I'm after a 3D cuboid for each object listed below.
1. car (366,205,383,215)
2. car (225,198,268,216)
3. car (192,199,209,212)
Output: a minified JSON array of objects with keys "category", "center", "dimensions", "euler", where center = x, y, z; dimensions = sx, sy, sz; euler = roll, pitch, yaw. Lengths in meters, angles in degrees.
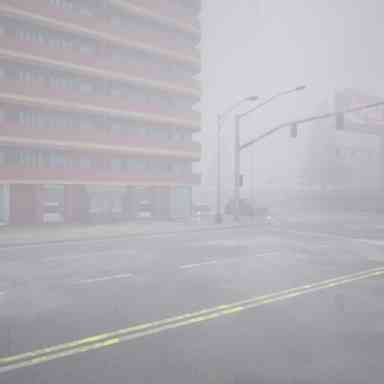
[{"category":"car","center":[18.959,1.598,31.161],"dimensions":[1.895,1.301,4.718],"euler":[0,0,-34]},{"category":"car","center":[5.240,1.350,32.389],"dimensions":[2.097,1.767,4.553],"euler":[0,0,-34]},{"category":"car","center":[0.261,1.524,39.812],"dimensions":[1.812,1.442,4.674],"euler":[0,0,-34]}]
